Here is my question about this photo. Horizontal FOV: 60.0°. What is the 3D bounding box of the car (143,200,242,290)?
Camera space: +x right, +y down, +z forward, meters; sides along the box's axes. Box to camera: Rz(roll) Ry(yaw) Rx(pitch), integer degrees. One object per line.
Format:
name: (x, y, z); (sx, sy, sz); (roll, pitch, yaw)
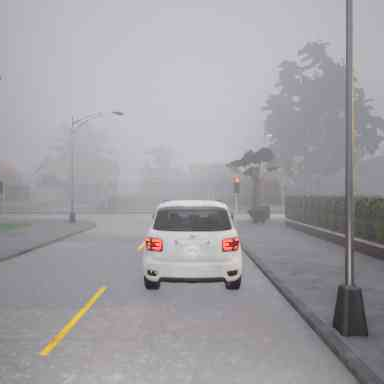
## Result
car: (0.026, 1.221, 9.227); (2.150, 2.045, 5.566); (0, 0, 0)
